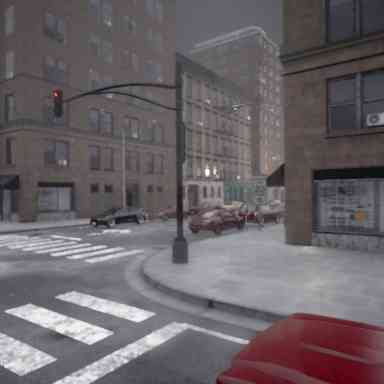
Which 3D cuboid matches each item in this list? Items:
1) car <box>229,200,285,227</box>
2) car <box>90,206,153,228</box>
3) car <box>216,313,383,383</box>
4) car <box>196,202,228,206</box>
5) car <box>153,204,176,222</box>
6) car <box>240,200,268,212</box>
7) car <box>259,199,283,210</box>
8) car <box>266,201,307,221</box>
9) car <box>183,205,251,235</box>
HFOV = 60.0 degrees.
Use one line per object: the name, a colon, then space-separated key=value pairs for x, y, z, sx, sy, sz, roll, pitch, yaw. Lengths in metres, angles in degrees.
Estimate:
car: x=4.645 y=1.463 z=23.181 sx=1.967 sy=1.590 sz=4.097 roll=-1 pitch=0 yaw=36
car: x=-5.092 y=1.685 z=23.360 sx=1.947 sy=1.339 sz=4.313 roll=-1 pitch=0 yaw=36
car: x=2.425 y=1.596 z=1.975 sx=4.718 sy=1.301 sz=1.895 roll=0 pitch=0 yaw=36
car: x=1.330 y=1.659 z=32.336 sx=1.887 sy=1.381 sz=4.507 roll=-1 pitch=0 yaw=36
car: x=-1.881 y=1.699 z=27.848 sx=1.802 sy=1.307 sz=4.206 roll=-1 pitch=0 yaw=36
car: x=7.751 y=1.694 z=41.312 sx=1.802 sy=1.307 sz=4.206 roll=-1 pitch=0 yaw=36
car: x=10.962 y=1.695 z=45.800 sx=1.802 sy=1.307 sz=4.206 roll=-1 pitch=-1 yaw=36
car: x=7.956 y=1.546 z=27.807 sx=1.752 sy=1.417 sz=4.829 roll=-1 pitch=0 yaw=36
car: x=1.436 y=1.607 z=18.692 sx=1.802 sy=1.307 sz=4.206 roll=-1 pitch=0 yaw=36
